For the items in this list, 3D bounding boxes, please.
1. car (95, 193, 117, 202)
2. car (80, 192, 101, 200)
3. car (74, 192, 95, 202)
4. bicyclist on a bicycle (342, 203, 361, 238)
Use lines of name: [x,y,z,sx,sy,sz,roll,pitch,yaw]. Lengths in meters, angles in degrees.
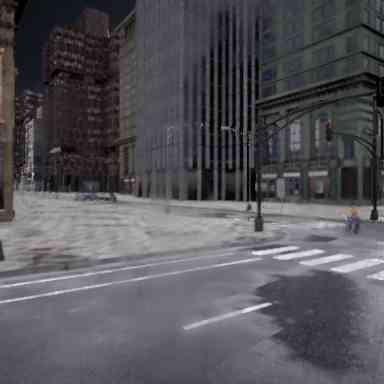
car: [-13.718,0.827,54.081,1.812,1.442,4.674,0,1,-35]
car: [-18.715,0.734,61.047,2.033,1.411,5.357,0,1,-35]
car: [-17.779,0.805,54.555,2.033,1.411,5.357,0,1,-35]
bicyclist on a bicycle: [7.663,1.331,15.893,1.509,1.612,0.866,-1,0,-36]
